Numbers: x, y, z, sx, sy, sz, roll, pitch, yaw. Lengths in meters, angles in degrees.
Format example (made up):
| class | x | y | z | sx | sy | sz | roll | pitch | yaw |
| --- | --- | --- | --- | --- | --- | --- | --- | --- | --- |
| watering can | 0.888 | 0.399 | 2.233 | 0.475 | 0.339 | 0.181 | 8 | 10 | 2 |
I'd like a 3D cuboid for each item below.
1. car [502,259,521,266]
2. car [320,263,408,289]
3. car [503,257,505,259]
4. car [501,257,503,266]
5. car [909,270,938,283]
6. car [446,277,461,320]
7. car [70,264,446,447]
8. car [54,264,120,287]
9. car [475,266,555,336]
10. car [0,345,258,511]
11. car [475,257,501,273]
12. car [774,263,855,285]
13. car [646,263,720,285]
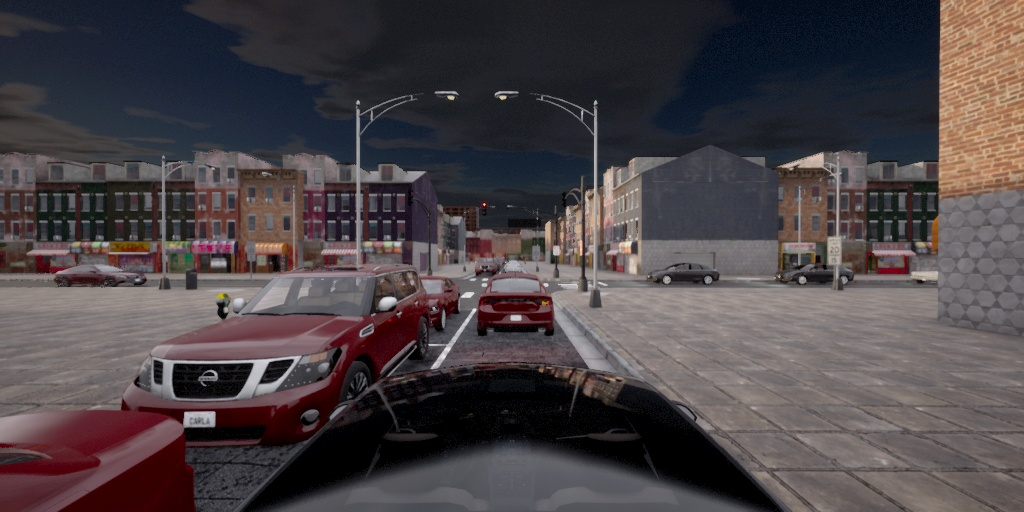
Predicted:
| class | x | y | z | sx | sy | sz | roll | pitch | yaw |
| --- | --- | --- | --- | --- | --- | --- | --- | --- | --- |
| car | 0.119 | 1.282 | 41.706 | 1.812 | 1.442 | 4.674 | 0 | 0 | 0 |
| car | -9.410 | 1.256 | 23.095 | 4.892 | 1.490 | 1.837 | 0 | 1 | -3 |
| car | -2.663 | 1.329 | 64.526 | 2.007 | 1.370 | 4.403 | 0 | 0 | 0 |
| car | -2.657 | 1.075 | 48.246 | 2.192 | 1.841 | 5.009 | 0 | 0 | 0 |
| car | 31.770 | 1.387 | 25.727 | 4.718 | 1.301 | 1.895 | 0 | 0 | 0 |
| car | -2.642 | 1.293 | 10.983 | 1.888 | 1.381 | 4.507 | 0 | 0 | 0 |
| car | -2.640 | 1.063 | 5.549 | 2.192 | 1.841 | 5.009 | 0 | 0 | 0 |
| car | -26.203 | 1.265 | 22.862 | 4.674 | 1.442 | 1.812 | 0 | 0 | 0 |
| car | 0.093 | 1.226 | 10.446 | 1.882 | 1.535 | 5.008 | 0 | 0 | 0 |
| car | -2.638 | 1.295 | 0.115 | 1.888 | 1.381 | 4.507 | 0 | 0 | 0 |
| car | -2.652 | 1.068 | 37.392 | 2.192 | 1.841 | 5.009 | 0 | 0 | 0 |
| car | 21.609 | 1.274 | 25.745 | 4.892 | 1.490 | 1.837 | 0 | 0 | 0 |
| car | 12.218 | 1.261 | 25.758 | 4.892 | 1.490 | 1.837 | 0 | 0 | 0 |
